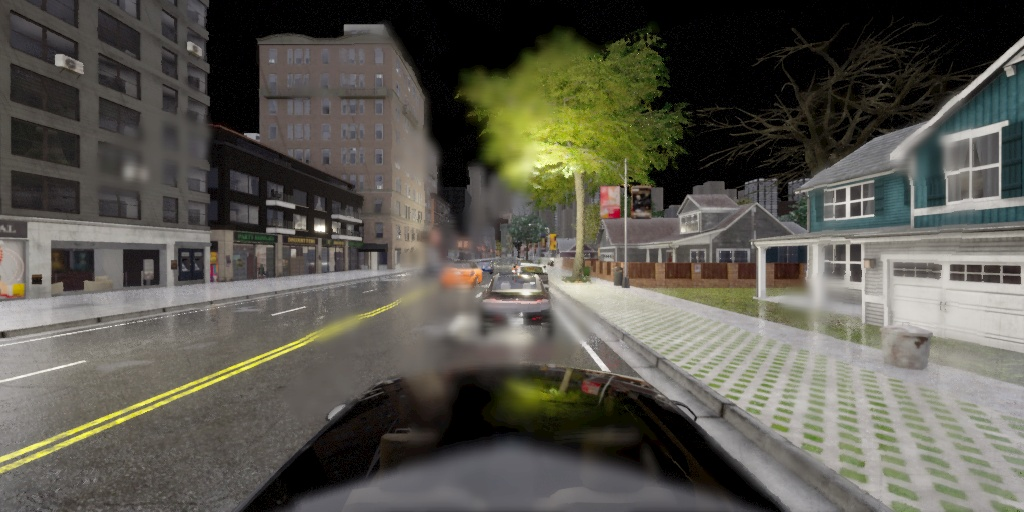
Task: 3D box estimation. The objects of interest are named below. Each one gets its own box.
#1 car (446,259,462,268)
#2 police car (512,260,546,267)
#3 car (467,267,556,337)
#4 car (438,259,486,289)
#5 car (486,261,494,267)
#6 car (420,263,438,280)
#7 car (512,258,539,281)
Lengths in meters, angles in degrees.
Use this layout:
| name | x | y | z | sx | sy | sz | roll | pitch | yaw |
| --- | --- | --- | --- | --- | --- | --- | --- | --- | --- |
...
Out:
| name | x | y | z | sx | sy | sz | roll | pitch | yaw |
| --- | --- | --- | --- | --- | --- | --- | --- | --- | --- |
| car | -9.618 | 1.209 | 59.668 | 1.837 | 1.490 | 4.892 | 0 | 0 | 1 |
| police car | 1.040 | 1.165 | 20.545 | 1.930 | 1.638 | 5.238 | 0 | 0 | 0 |
| car | 0.128 | 1.239 | 10.296 | 2.128 | 1.511 | 4.902 | 0 | 0 | 0 |
| car | -3.077 | 1.089 | 22.979 | 2.097 | 1.767 | 4.553 | 0 | 0 | 0 |
| car | -3.015 | 1.268 | 40.849 | 2.033 | 1.411 | 5.357 | 0 | 0 | 0 |
| car | -6.499 | 1.294 | 30.824 | 1.994 | 1.385 | 4.181 | 0 | 0 | 0 |
| car | 1.074 | 1.081 | 30.406 | 2.097 | 1.767 | 4.553 | 0 | 0 | 0 |
